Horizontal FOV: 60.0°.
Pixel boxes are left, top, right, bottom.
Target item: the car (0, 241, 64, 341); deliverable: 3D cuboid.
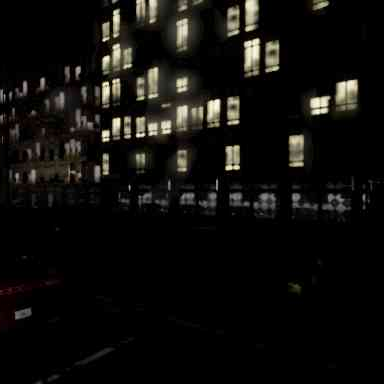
[{"bbox_3d":[-4.090,1.492,5.799,4.507,1.381,1.887,1,0,36],"label":"car"}]
